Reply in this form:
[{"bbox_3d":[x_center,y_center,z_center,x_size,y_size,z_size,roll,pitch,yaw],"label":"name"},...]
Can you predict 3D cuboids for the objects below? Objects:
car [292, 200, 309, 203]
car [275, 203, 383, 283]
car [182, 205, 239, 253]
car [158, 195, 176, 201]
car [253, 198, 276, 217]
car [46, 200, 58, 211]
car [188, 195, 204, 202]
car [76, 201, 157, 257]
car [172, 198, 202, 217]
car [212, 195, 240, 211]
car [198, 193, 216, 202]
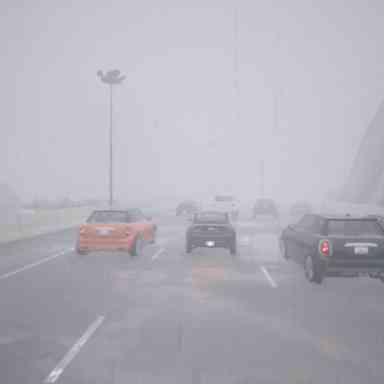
[{"bbox_3d":[10.885,1.521,33.565,1.882,1.535,5.008,0,0,12],"label":"car"},{"bbox_3d":[4.036,1.366,9.810,2.097,1.767,4.553,0,0,3],"label":"car"},{"bbox_3d":[0.832,1.515,13.818,1.837,1.490,4.892,0,0,5],"label":"car"},{"bbox_3d":[-6.141,1.482,81.546,2.033,1.411,5.357,0,0,25],"label":"car"},{"bbox_3d":[6.925,1.386,31.617,2.097,1.767,4.553,0,0,11],"label":"car"},{"bbox_3d":[-16.286,1.518,41.151,1.812,1.442,4.674,0,0,13],"label":"car"},{"bbox_3d":[1.040,1.516,80.349,1.882,1.535,5.008,0,0,25],"label":"car"},{"bbox_3d":[-2.730,1.355,13.112,2.097,1.767,4.553,0,0,4],"label":"car"},{"bbox_3d":[-0.210,1.524,31.654,1.837,1.490,4.892,0,0,11],"label":"car"},{"bbox_3d":[3.198,1.247,30.981,2.150,2.045,5.566,0,0,11],"label":"car"},{"bbox_3d":[3.479,1.171,77.328,2.150,2.045,5.566,0,0,25],"label":"car"}]
